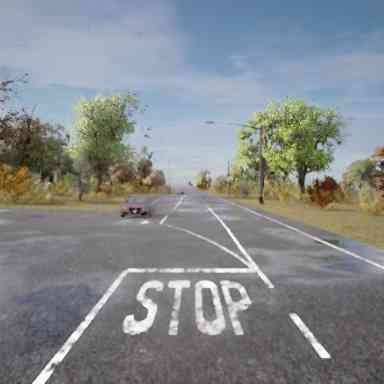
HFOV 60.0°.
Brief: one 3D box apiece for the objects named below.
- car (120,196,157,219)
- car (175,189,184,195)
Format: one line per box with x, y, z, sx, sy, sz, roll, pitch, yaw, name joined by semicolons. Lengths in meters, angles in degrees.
-3.466;0.949;22.269;1.994;1.385;4.181;1;1;0;car
-3.044;0.034;83.353;1.882;1.535;5.008;0;1;5;car
